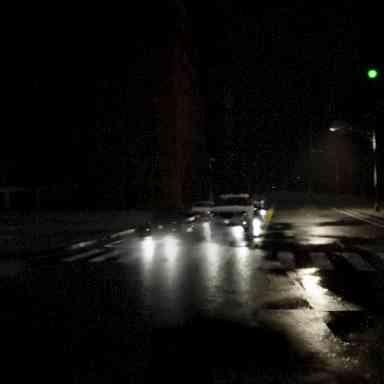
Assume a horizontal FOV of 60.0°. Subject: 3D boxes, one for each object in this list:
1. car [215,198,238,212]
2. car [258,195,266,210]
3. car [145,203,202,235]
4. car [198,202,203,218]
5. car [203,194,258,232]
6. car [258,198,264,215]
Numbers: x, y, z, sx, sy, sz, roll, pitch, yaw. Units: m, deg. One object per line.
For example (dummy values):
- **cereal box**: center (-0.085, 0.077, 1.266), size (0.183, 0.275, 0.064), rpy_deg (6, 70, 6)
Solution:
- **car**: center (4.090, 1.467, 38.716), size (1.994, 1.385, 4.181), rpy_deg (-2, 0, 15)
- **car**: center (7.647, 1.148, 39.479), size (2.097, 1.767, 4.553), rpy_deg (-2, 0, 15)
- **car**: center (-1.092, 1.608, 19.015), size (1.994, 1.385, 4.181), rpy_deg (-2, 0, 16)
- **car**: center (1.059, 1.511, 27.220), size (1.812, 1.442, 4.674), rpy_deg (-2, 0, 15)
- **car**: center (2.463, 1.158, 19.825), size (2.150, 2.045, 5.566), rpy_deg (-2, 0, 15)
- **car**: center (4.964, 1.469, 29.261), size (1.895, 1.301, 4.718), rpy_deg (-2, 0, 15)
